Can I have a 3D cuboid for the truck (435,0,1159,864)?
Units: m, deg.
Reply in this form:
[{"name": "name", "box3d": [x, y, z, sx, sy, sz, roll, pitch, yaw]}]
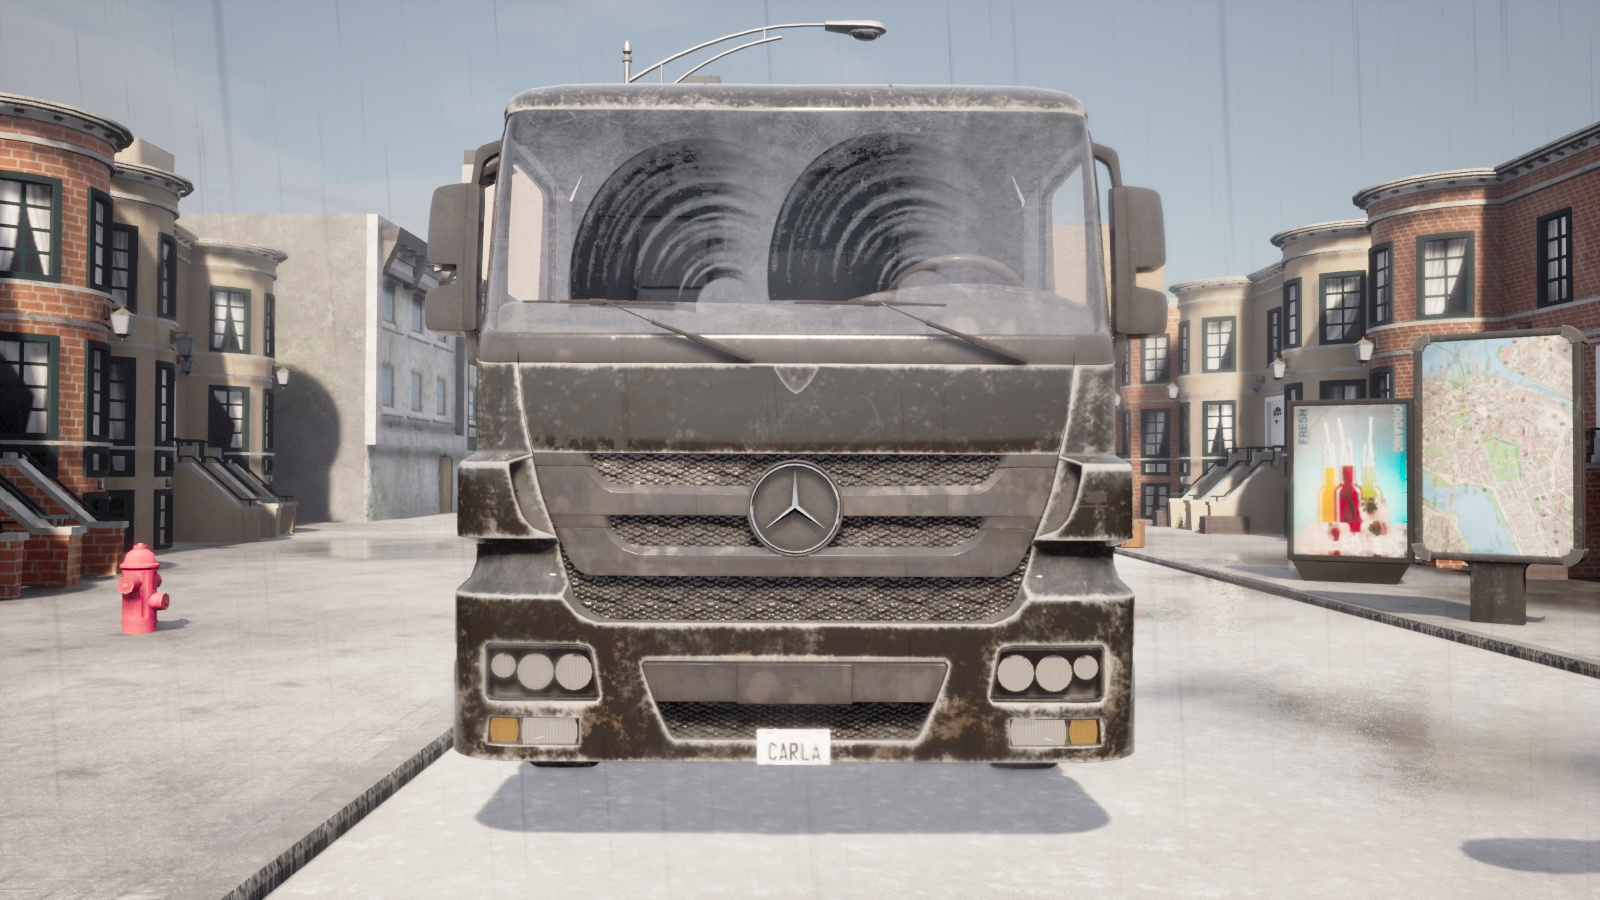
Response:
[{"name": "truck", "box3d": [-0.027, -0.016, 9.012, 2.891, 3.462, 7.936, 0, -1, 0]}]
